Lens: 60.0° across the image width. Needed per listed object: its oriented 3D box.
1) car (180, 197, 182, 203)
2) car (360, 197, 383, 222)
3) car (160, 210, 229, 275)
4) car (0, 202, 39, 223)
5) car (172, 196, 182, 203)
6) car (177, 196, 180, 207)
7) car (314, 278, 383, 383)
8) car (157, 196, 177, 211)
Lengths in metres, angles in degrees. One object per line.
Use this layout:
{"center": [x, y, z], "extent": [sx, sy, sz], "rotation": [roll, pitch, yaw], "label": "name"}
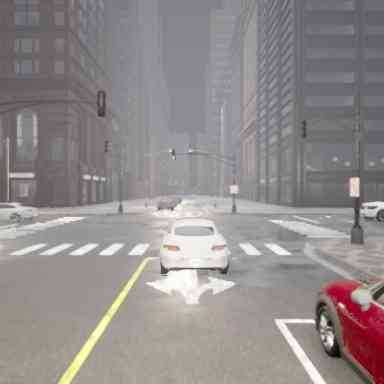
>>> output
{"center": [-3.056, 1.542, 58.615], "extent": [1.895, 1.301, 4.718], "rotation": [0, 0, 0], "label": "car"}
{"center": [15.485, 1.136, 24.937], "extent": [5.566, 2.045, 2.150], "rotation": [0, 0, 0], "label": "car"}
{"center": [0.020, 1.511, 10.285], "extent": [1.812, 1.442, 4.674], "rotation": [0, 0, -2], "label": "car"}
{"center": [-13.947, 1.510, 24.857], "extent": [4.674, 1.442, 1.812], "rotation": [0, 0, 2], "label": "car"}
{"center": [-3.099, 1.500, 68.526], "extent": [1.994, 1.385, 4.181], "rotation": [0, 0, 0], "label": "car"}
{"center": [-3.081, 1.450, 48.786], "extent": [1.837, 1.490, 4.892], "rotation": [0, 0, 0], "label": "car"}
{"center": [2.758, 1.435, 3.325], "extent": [1.967, 1.590, 4.097], "rotation": [0, 0, 0], "label": "car"}
{"center": [-3.054, 1.478, 39.612], "extent": [1.812, 1.442, 4.674], "rotation": [0, 0, 0], "label": "car"}
